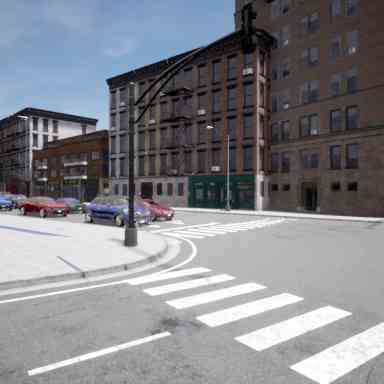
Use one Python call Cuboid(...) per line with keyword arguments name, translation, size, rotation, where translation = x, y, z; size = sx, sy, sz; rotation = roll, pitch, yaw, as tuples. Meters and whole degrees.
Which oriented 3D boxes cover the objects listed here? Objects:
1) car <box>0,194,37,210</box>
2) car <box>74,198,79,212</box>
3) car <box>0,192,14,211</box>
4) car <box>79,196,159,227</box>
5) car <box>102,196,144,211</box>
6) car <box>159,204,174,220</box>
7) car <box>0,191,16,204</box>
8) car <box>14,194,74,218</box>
Cuboid(name="car", translation=(-19.166, 1.029, 36.462), size=(4.902, 1.511, 2.128), rotation=(1, 0, 40))
Cuboid(name="car", translation=(-11.161, 1.201, 29.918), size=(4.181, 1.385, 1.994), rotation=(1, 0, 39))
Cuboid(name="car", translation=(-19.235, 1.025, 32.293), size=(5.008, 1.535, 1.882), rotation=(1, 0, 40))
Cuboid(name="car", translation=(-4.593, 1.089, 20.587), size=(4.553, 1.767, 2.097), rotation=(1, 0, 39))
Cuboid(name="car", translation=(-7.450, 1.187, 35.506), size=(4.674, 1.442, 1.812), rotation=(1, 0, 39))
Cuboid(name="car", translation=(-3.382, 1.266, 23.836), size=(4.674, 1.442, 1.812), rotation=(1, 0, 38))
Cuboid(name="car", translation=(-27.587, 0.786, 48.231), size=(4.553, 1.767, 2.097), rotation=(1, 0, 41))
Cuboid(name="car", translation=(-11.748, 1.118, 26.226), size=(5.008, 1.535, 1.882), rotation=(1, 0, 39))
